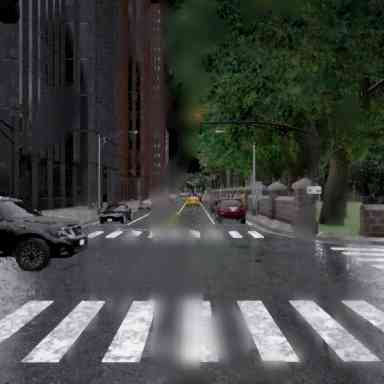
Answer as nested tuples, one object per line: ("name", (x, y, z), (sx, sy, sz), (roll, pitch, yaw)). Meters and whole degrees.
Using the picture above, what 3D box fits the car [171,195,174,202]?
("car", (-5.560, 1.375, 68.919), (2.192, 1.841, 5.009), (0, 0, 0))

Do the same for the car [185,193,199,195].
("car", (0.192, 1.277, 65.406), (2.150, 2.045, 5.566), (0, 0, 0))

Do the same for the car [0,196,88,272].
("car", (-6.110, 1.137, 10.096), (5.566, 2.045, 2.150), (1, 0, 0))

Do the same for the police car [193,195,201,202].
("police car", (1.123, 1.495, 76.018), (1.930, 1.638, 5.238), (0, 0, 0))

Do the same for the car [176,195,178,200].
("car", (-5.496, 1.533, 90.747), (1.967, 1.590, 4.097), (0, 0, 0))

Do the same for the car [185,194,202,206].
("car", (0.212, 1.521, 55.280), (1.882, 1.535, 5.008), (0, 0, 0))

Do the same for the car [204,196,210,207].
("car", (2.884, 1.579, 41.615), (2.008, 1.369, 4.403), (0, 0, 0))

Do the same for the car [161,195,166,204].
("car", (-5.609, 1.623, 52.547), (1.802, 1.307, 4.206), (0, 0, 0))

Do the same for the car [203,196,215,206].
("car", (2.933, 1.487, 57.985), (1.967, 1.590, 4.097), (0, 0, 0))

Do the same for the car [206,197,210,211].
("car", (2.868, 1.588, 36.159), (1.947, 1.339, 4.313), (0, 0, 0))

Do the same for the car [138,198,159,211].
("car", (-5.641, 1.579, 41.633), (2.008, 1.369, 4.403), (0, 0, 0))

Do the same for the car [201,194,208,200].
("car", (2.917, 1.481, 52.529), (1.967, 1.590, 4.097), (0, 0, 0))

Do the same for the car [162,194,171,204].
("car", (-5.576, 1.635, 63.461), (1.802, 1.307, 4.206), (0, 0, 0))

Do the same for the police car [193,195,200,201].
("police car", (1.135, 1.511, 86.018), (1.930, 1.638, 5.238), (0, 0, 0))

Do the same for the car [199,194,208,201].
("car", (3.013, 1.399, 85.268), (2.192, 1.841, 5.009), (0, 0, 0))

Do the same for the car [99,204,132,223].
("car", (-5.689, 1.577, 25.262), (1.947, 1.339, 4.313), (0, 0, 0))

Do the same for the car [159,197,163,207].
("car", (-5.625, 1.617, 47.090), (1.802, 1.307, 4.206), (0, 0, 0))

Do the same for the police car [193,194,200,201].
("police car", (1.171, 1.521, 92.018), (1.930, 1.638, 5.238), (0, 0, 0))

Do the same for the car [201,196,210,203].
("car", (2.981, 1.592, 74.524), (1.752, 1.417, 4.829), (0, 0, 0))

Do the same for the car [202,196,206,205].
("car", (2.900, 1.585, 47.072), (2.008, 1.369, 4.403), (0, 0, 0))

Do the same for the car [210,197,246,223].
("car", (2.836, 1.326, 25.247), (2.192, 1.841, 5.009), (0, 0, 0))
